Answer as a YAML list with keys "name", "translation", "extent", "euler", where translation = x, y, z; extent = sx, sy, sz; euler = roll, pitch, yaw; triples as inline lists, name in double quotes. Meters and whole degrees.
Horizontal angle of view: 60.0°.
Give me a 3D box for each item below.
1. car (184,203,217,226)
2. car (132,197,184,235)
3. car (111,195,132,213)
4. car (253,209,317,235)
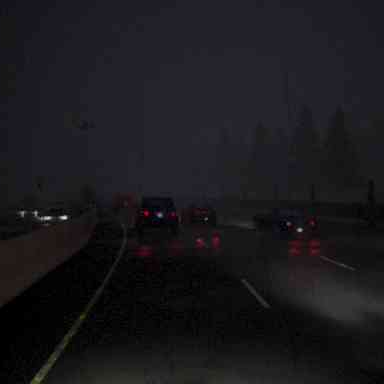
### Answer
- name: "car"
  translation: [0.370, 1.558, 24.072]
  extent: [2.128, 1.511, 4.902]
  euler: [0, 0, -13]
- name: "car"
  translation: [-2.167, 1.283, 19.533]
  extent: [2.150, 2.045, 5.566]
  euler: [0, 0, -12]
- name: "car"
  translation: [-8.282, 1.353, 39.600]
  extent: [2.150, 2.045, 5.566]
  euler: [0, 0, -20]
- name: "car"
  translation: [5.080, 1.640, 19.038]
  extent: [1.895, 1.301, 4.718]
  euler: [0, 0, -10]
